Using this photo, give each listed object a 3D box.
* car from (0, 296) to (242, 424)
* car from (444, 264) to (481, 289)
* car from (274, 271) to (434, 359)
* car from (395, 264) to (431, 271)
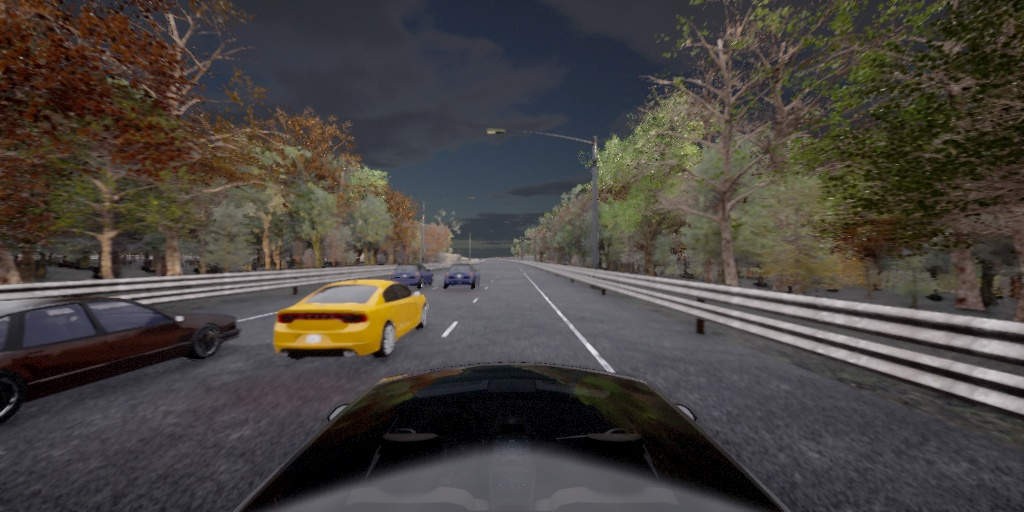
[{"bbox_3d":[-6.901,1.330,5.434,2.033,1.411,5.357,0,-1,0],"label":"car"},{"bbox_3d":[-3.406,1.313,25.253,2.097,1.767,4.553,0,-1,0],"label":"car"},{"bbox_3d":[-3.400,1.289,8.623,1.882,1.535,5.008,0,-1,0],"label":"car"},{"bbox_3d":[-6.906,1.312,25.255,2.097,1.767,4.553,0,-1,0],"label":"car"}]
